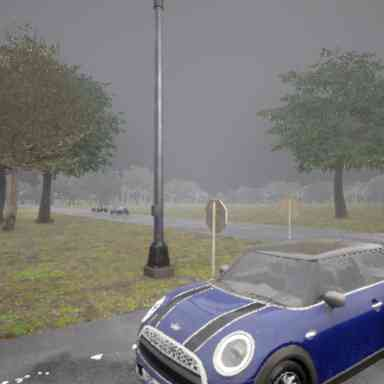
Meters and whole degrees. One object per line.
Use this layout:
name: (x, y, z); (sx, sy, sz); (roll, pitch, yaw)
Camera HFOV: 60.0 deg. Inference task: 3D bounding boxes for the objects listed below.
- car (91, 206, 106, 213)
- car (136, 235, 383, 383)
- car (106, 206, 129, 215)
car: (-17.094, 3.158, 61.124); (1.895, 1.301, 4.718); (2, -2, -34)
car: (1.471, 1.599, 4.980); (4.553, 1.767, 2.097); (1, -1, -36)
car: (-11.486, 2.911, 52.810); (1.812, 1.442, 4.674); (2, -2, -34)
